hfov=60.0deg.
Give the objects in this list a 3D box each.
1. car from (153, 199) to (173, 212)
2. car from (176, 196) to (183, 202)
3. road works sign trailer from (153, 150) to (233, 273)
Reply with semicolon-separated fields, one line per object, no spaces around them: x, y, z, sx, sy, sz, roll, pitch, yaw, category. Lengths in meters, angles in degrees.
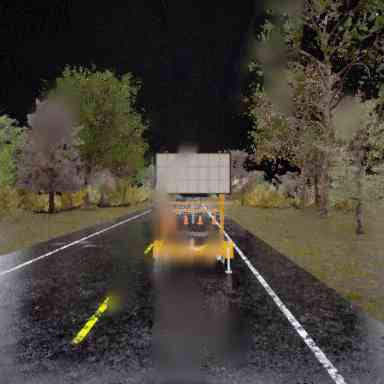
-3.482;1.573;39.407;1.812;1.442;4.674;0;0;0;car
-3.240;1.742;86.500;2.033;1.411;5.357;0;0;0;car
0.036;0.469;10.689;2.380;3.560;2.880;0;0;0;road works sign trailer
